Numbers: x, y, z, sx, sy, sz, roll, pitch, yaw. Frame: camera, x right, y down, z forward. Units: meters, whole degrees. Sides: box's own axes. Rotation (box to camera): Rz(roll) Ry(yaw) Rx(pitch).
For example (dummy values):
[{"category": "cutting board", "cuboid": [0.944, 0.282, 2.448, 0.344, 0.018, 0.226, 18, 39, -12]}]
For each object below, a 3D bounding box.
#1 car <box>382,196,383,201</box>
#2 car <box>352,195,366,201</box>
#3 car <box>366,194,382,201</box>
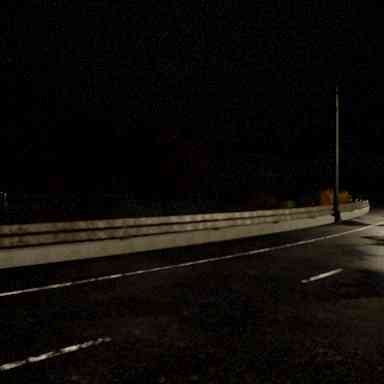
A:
[{"category": "car", "cuboid": [46.441, 1.565, 79.365, 2.033, 1.411, 5.357, 0, 0, 4]}, {"category": "car", "cuboid": [39.473, 1.514, 80.601, 1.837, 1.490, 4.892, 0, 0, 4]}, {"category": "car", "cuboid": [42.953, 1.367, 80.216, 2.097, 1.767, 4.553, 0, 0, 4]}]
